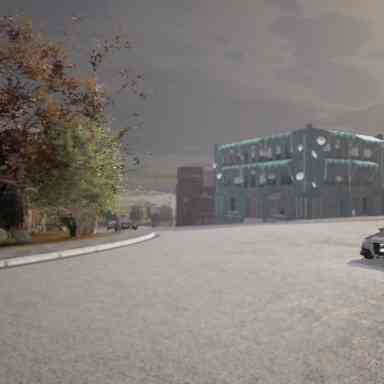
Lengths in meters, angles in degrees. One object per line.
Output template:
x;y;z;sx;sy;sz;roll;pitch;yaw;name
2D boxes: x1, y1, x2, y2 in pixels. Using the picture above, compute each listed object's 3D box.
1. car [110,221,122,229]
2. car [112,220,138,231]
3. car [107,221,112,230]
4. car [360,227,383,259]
-15.010;6.538;65.612;1.837;1.490;4.892;0;-6;-7;car
-8.274;4.193;42.013;1.994;1.385;4.181;0;-6;-26;car
-12.087;5.140;51.352;1.812;1.442;4.674;0;-6;-18;car
8.081;1.801;12.279;4.181;1.385;1.994;1;-1;-35;car
